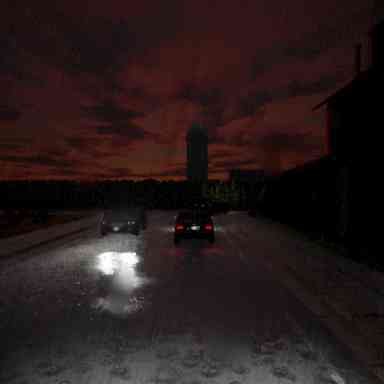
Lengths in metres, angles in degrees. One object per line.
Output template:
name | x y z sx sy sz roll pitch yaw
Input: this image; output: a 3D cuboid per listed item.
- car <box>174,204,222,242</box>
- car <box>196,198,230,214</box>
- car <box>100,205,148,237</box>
car | 0.097 1.536 16.198 2.033 1.411 5.357 0 0 0
car | 2.036 1.336 32.996 2.097 1.767 4.553 0 0 29
car | -3.567 1.480 18.126 2.128 1.511 4.902 0 0 0
